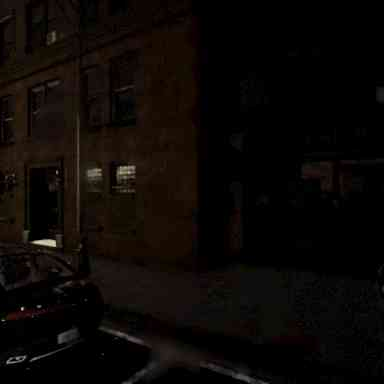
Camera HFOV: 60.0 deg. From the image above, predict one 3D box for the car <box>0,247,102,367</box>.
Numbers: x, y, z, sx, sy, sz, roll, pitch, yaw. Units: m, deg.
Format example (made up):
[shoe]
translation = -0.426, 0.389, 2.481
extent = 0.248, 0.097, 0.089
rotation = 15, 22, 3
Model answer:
[car]
translation = -3.344, 1.595, 5.463
extent = 4.403, 1.369, 2.008
rotation = -1, 0, 36
